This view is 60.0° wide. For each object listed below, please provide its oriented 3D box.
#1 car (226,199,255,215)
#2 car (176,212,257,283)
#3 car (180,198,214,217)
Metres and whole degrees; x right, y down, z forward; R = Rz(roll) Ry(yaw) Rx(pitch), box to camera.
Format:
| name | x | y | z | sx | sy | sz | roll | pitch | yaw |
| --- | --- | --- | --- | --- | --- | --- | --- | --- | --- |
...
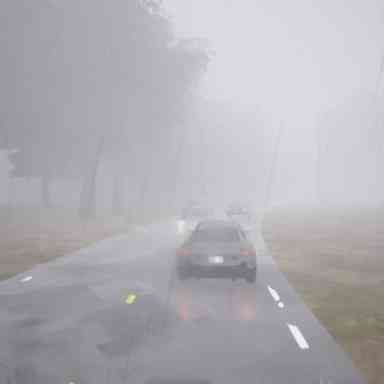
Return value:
| name | x | y | z | sx | sy | sz | roll | pitch | yaw |
| --- | --- | --- | --- | --- | --- | --- | --- | --- | --- |
| car | 3.984 | 1.261 | 26.912 | 2.033 | 1.411 | 5.357 | 0 | 1 | 16 |
| car | 0.751 | 1.491 | 9.579 | 1.994 | 1.385 | 4.181 | 0 | 1 | 6 |
| car | 0.480 | 1.255 | 25.965 | 1.837 | 1.490 | 4.892 | -1 | 1 | 15 |
